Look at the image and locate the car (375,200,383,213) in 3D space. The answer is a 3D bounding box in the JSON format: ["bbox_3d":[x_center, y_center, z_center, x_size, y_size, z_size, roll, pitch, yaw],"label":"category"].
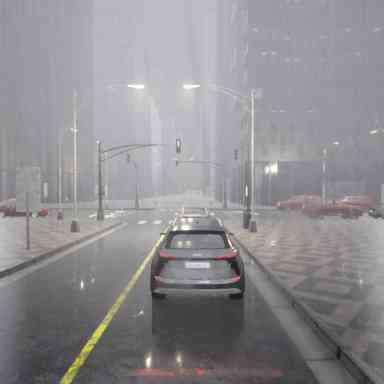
[{"bbox_3d":[23.472,1.634,37.739,4.313,1.339,1.947,0,1,0],"label":"car"}]

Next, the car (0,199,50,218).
[{"bbox_3d":[-14.857,1.566,29.183,4.507,1.381,1.887,0,1,0],"label":"car"}]

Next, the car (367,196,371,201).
[{"bbox_3d":[17.831,1.353,37.732,5.009,1.841,2.192,0,1,0],"label":"car"}]

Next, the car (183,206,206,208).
[{"bbox_3d":[0.133,1.507,17.521,1.837,1.490,4.892,0,0,0],"label":"car"}]

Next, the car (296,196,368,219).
[{"bbox_3d":[12.184,1.463,29.203,5.009,1.841,2.192,0,1,0],"label":"car"}]

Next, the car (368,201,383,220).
[{"bbox_3d":[17.827,1.742,29.211,4.313,1.339,1.947,0,1,0],"label":"car"}]

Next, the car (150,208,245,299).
[{"bbox_3d":[0.126,1.428,8.434,2.033,1.649,4.856,0,0,1],"label":"car"}]

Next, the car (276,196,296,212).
[{"bbox_3d":[12.187,1.325,37.727,5.009,1.841,2.192,0,1,0],"label":"car"}]
